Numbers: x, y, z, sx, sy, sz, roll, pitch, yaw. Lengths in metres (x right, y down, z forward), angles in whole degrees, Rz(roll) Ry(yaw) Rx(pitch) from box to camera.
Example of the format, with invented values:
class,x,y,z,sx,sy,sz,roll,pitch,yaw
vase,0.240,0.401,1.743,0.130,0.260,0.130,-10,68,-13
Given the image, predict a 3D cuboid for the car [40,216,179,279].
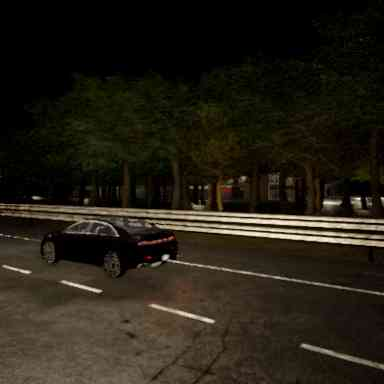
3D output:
class,x,y,z,sx,sy,sz,roll,pitch,yaw
car,-2.661,1.493,10.072,4.902,1.511,2.128,0,0,36
